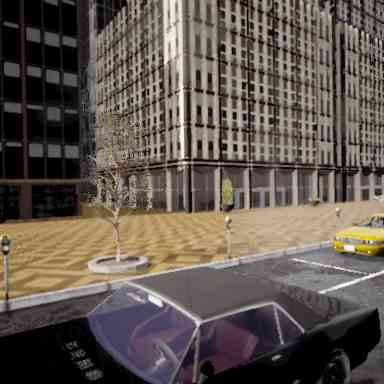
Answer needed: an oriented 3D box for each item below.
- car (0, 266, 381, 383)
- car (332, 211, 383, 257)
[{"bbox_3d":[-0.226,1.571,3.218,4.718,1.301,1.895,-1,1,-35],"label":"car"},{"bbox_3d":[6.645,1.302,11.292,4.829,1.417,1.752,-1,1,-35],"label":"car"}]
